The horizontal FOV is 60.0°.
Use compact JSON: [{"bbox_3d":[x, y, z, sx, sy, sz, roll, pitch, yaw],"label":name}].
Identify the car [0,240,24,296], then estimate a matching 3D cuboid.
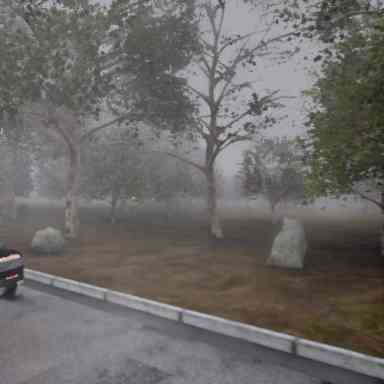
[{"bbox_3d":[-5.699,1.511,7.477,4.902,1.511,2.128,0,0,36],"label":"car"}]
